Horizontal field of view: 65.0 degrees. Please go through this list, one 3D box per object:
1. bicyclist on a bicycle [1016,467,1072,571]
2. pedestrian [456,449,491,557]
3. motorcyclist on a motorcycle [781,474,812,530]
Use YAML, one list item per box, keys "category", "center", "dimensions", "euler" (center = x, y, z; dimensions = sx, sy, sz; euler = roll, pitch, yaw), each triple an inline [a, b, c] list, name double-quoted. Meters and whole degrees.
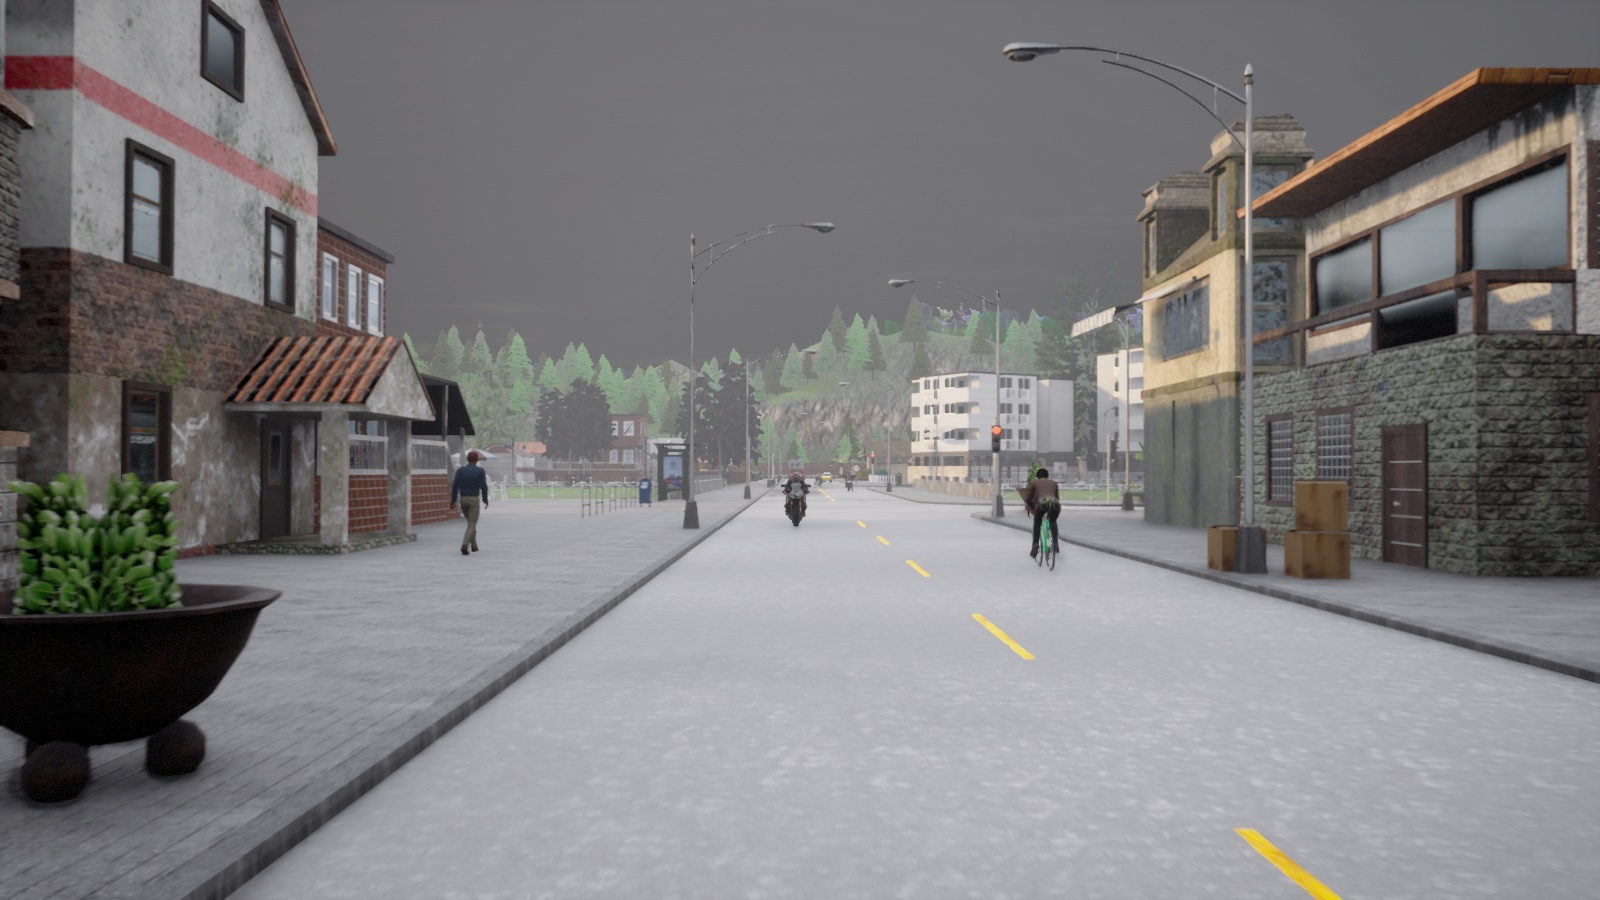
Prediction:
- category: "bicyclist on a bicycle"
  center: [3.949, 1.093, 20.413]
  dimensions: [0.582, 1.620, 1.656]
  euler: [0, -1, 0]
- category: "pedestrian"
  center: [-5.650, 0.911, 21.753]
  dimensions: [0.370, 1.835, 0.726]
  euler: [0, -1, 4]
- category: "motorcyclist on a motorcycle"
  center: [-0.102, 1.450, 35.816]
  dimensions: [0.866, 1.530, 2.191]
  euler: [0, -1, -1]
